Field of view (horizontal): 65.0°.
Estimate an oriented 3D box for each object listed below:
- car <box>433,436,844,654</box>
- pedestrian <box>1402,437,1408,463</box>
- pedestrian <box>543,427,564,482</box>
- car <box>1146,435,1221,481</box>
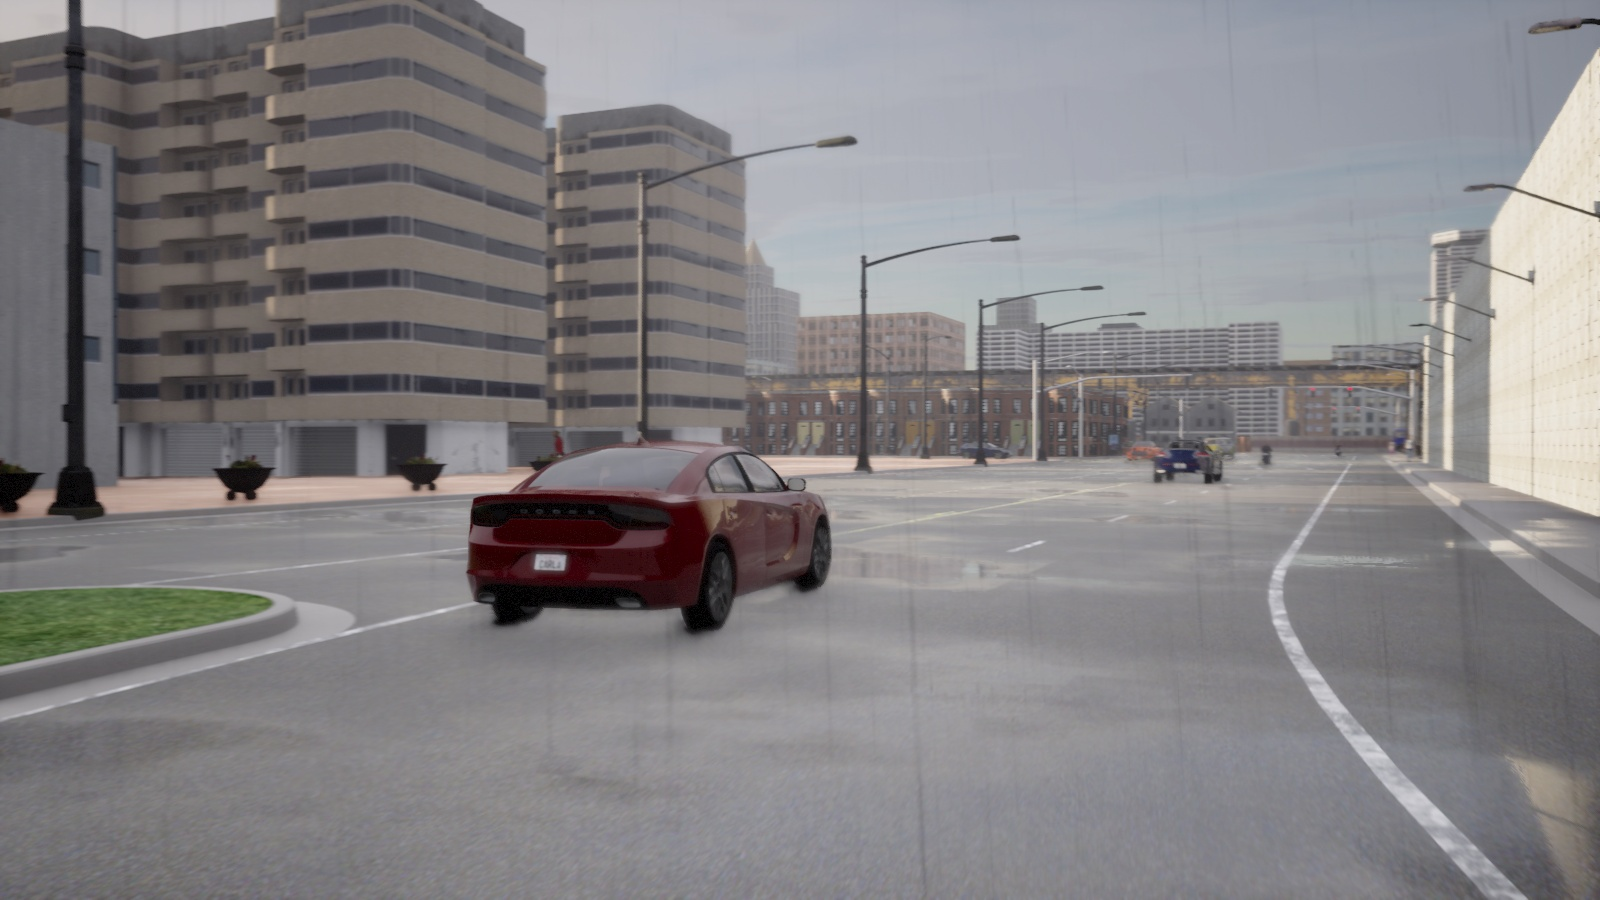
[{"bbox_3d":[-1.135,0.655,11.529,1.882,1.535,5.008,0,0,16],"label":"car"},{"bbox_3d":[42.601,-0.008,88.445,0.354,1.836,0.706,0,0,24],"label":"pedestrian"},{"bbox_3d":[-8.309,0.158,42.315,0.636,1.846,0.331,0,0,-28],"label":"pedestrian"},{"bbox_3d":[14.836,0.283,48.344,2.152,1.651,5.027,0,0,24],"label":"car"}]
